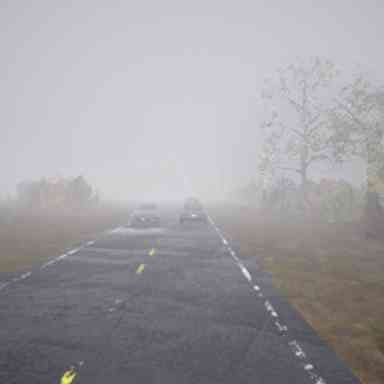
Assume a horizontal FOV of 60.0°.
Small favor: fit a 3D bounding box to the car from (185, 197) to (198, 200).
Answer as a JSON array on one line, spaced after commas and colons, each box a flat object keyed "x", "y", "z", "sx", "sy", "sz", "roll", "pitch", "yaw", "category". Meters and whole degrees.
[{"x": -0.060, "y": 1.360, "z": 42.137, "sx": 2.097, "sy": 1.767, "sz": 4.553, "roll": 0, "pitch": 0, "yaw": -2, "category": "car"}]

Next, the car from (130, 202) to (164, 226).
[{"x": -3.027, "y": 1.512, "z": 23.221, "sx": 1.837, "sy": 1.490, "sz": 4.892, "roll": 0, "pitch": -1, "yaw": 0, "category": "car"}]

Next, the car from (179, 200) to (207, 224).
[{"x": 0.097, "y": 1.569, "z": 24.627, "sx": 1.994, "sy": 1.385, "sz": 4.181, "roll": 0, "pitch": 0, "yaw": 0, "category": "car"}]
